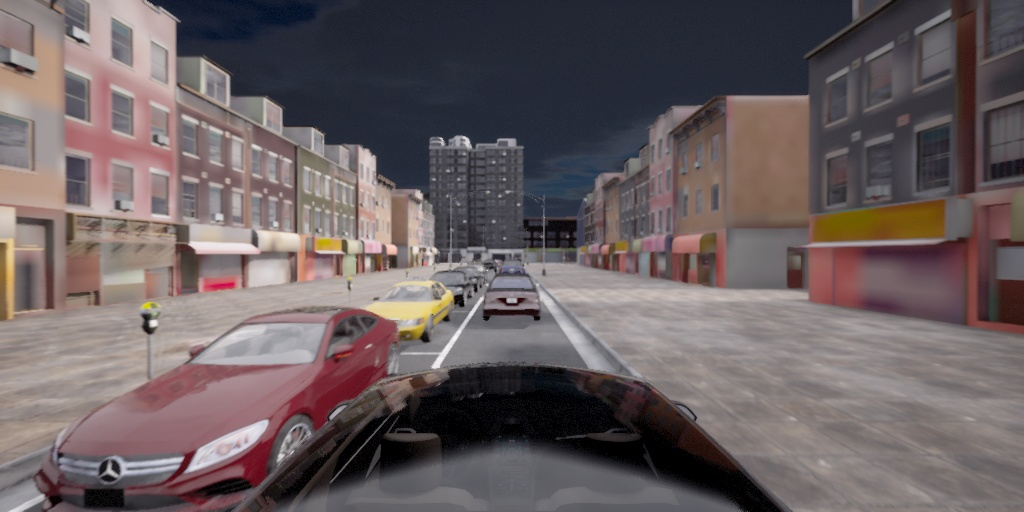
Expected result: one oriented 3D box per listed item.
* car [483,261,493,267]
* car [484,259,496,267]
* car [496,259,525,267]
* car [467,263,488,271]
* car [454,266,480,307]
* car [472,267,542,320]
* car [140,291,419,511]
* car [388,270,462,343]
[{"bbox_3d":[-2.675,1.272,26.229,2.007,1.370,4.403,0,0,0],"label":"car"},{"bbox_3d":[-2.818,1.206,45.578,1.837,1.490,4.892,0,0,0],"label":"car"},{"bbox_3d":[0.004,1.070,29.575,2.097,1.767,4.553,0,0,0],"label":"car"},{"bbox_3d":[-2.667,1.293,20.777,1.948,1.339,4.313,0,0,0],"label":"car"},{"bbox_3d":[-2.659,1.299,15.324,1.948,1.339,4.313,0,0,0],"label":"car"},{"bbox_3d":[0.008,1.285,12.498,2.033,1.411,5.357,0,0,0],"label":"car"},{"bbox_3d":[-2.642,1.329,4.421,1.802,1.307,4.207,0,0,0],"label":"car"},{"bbox_3d":[-2.650,1.265,9.703,1.751,1.417,4.829,0,0,0],"label":"car"}]
